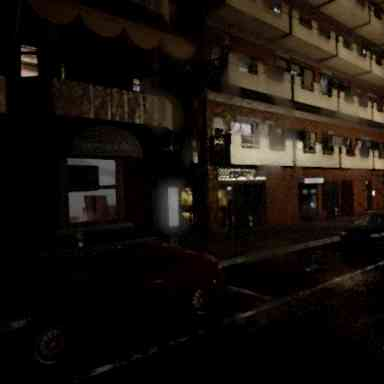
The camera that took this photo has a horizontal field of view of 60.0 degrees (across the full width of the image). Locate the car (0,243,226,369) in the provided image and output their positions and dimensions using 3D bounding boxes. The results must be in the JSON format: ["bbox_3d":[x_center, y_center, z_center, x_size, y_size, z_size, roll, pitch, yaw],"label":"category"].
[{"bbox_3d":[-1.220,1.611,5.776,4.206,1.307,1.802,-1,-1,-40],"label":"car"}]

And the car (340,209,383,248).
[{"bbox_3d":[7.399,1.385,12.931,4.403,1.369,2.008,-1,-1,-40],"label":"car"}]
